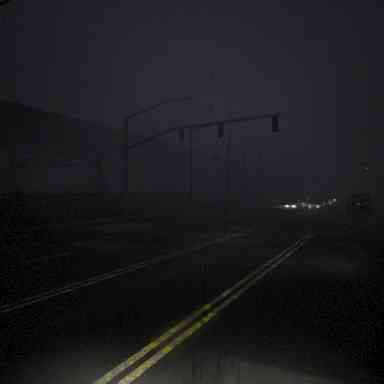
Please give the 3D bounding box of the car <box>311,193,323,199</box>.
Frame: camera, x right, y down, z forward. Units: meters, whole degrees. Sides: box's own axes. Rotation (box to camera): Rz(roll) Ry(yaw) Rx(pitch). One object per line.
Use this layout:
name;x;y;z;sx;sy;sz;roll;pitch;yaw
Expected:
car;31.533;0.948;83.645;2.033;1.411;5.357;0;1;28

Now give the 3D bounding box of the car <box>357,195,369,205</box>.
car;28.907;1.350;56.114;1.812;1.442;4.674;0;1;28

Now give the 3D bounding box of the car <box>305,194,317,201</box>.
car;26.550;1.168;74.269;1.994;1.385;4.181;0;1;28

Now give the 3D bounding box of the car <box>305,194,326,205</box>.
car;20.926;1.431;56.281;1.994;1.385;4.181;0;1;29

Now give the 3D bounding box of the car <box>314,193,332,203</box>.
car;25.278;1.305;64.421;2.033;1.411;5.357;0;1;28

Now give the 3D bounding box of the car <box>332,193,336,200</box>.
car;29.775;1.206;72.878;1.895;1.301;4.718;0;1;28

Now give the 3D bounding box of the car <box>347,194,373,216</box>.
car;16.759;1.206;33.260;2.150;2.045;5.566;0;0;28

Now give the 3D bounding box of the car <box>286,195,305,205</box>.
car;17.543;1.369;57.374;2.128;1.511;4.902;0;1;28

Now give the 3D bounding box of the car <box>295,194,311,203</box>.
car;21.982;1.257;65.678;2.128;1.511;4.902;0;1;28
